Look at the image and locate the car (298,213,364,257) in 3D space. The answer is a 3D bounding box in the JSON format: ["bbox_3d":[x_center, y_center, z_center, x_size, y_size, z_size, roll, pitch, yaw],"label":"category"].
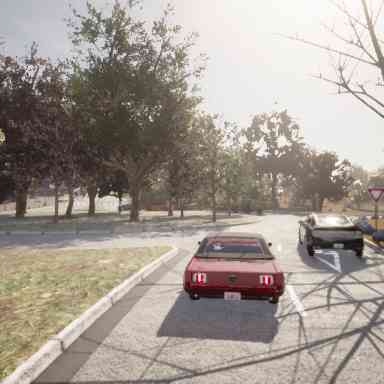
[{"bbox_3d":[5.385,1.576,13.278,2.128,1.511,4.902,0,-1,13],"label":"car"}]

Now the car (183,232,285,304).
[{"bbox_3d":[1.055,1.638,8.289,1.895,1.301,4.718,0,-1,8],"label":"car"}]

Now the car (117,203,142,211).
[{"bbox_3d":[-10.763,2.629,59.129,4.902,1.511,2.128,0,-1,-1],"label":"car"}]

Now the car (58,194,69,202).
[{"bbox_3d":[-33.190,1.851,84.911,1.946,1.575,5.366,0,2,-12],"label":"car"}]

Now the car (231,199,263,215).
[{"bbox_3d":[7.385,2.024,45.015,2.150,2.045,5.566,1,-1,-22],"label":"car"}]

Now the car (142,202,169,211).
[{"bbox_3d":[-5.451,2.404,55.510,4.553,1.767,2.097,-1,-2,24],"label":"car"}]
